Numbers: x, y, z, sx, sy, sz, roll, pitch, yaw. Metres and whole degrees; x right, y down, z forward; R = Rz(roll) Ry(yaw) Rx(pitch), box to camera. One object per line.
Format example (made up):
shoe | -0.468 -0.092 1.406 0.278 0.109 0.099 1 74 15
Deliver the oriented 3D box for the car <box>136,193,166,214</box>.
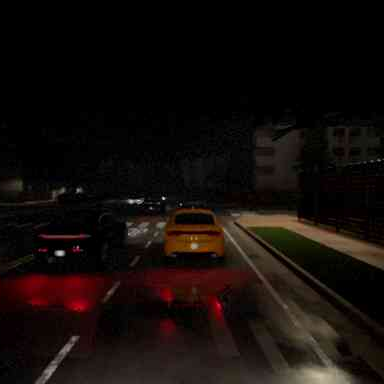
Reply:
car | -3.437 1.132 30.323 2.128 1.511 4.902 0 1 0

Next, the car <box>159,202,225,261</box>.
car | 0.071 1.338 11.758 1.882 1.535 5.008 0 0 0

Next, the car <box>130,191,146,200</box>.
car | -10.830 0.833 65.015 1.895 1.301 4.718 0 1 0

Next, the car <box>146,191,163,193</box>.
car | -7.337 0.729 65.524 1.837 1.490 4.892 0 1 0

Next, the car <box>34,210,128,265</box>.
car | -3.431 1.358 11.097 2.128 1.511 4.902 0 1 0

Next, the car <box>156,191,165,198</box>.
car | -7.766 0.562 81.125 2.128 1.511 4.902 0 1 -8

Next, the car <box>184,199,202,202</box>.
car | 0.058 1.245 25.474 2.033 1.411 5.357 0 1 0
